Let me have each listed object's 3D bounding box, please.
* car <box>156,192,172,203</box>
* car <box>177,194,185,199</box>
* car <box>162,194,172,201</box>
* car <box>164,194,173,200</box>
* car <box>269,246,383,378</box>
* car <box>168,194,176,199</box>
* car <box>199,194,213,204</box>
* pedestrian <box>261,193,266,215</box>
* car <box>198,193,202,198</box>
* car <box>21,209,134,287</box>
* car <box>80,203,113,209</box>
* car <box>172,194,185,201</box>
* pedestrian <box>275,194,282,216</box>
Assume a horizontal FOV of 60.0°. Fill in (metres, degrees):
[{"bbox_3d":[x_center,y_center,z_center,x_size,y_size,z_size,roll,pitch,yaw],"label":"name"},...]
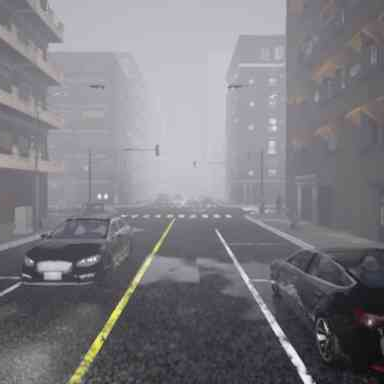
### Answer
[{"bbox_3d":[-5.341,0.989,60.469,2.192,1.841,5.009,-1,0,0],"label":"car"},{"bbox_3d":[-2.769,1.074,84.514,1.895,1.301,4.718,0,0,0],"label":"car"},{"bbox_3d":[-5.341,1.139,71.374,1.752,1.417,4.829,-1,0,0],"label":"car"},{"bbox_3d":[-5.342,1.164,77.082,1.802,1.307,4.206,-1,0,0],"label":"car"},{"bbox_3d":[2.555,1.536,5.538,1.947,1.339,4.313,-1,0,0],"label":"car"},{"bbox_3d":[-5.344,1.103,88.156,1.802,1.307,4.206,-1,0,0],"label":"car"},{"bbox_3d":[2.544,1.288,54.874,1.802,1.307,4.206,-1,0,0],"label":"car"},{"bbox_3d":[6.004,1.000,28.154,0.375,1.860,0.375,-1,1,0],"label":"pedestrian"},{"bbox_3d":[2.542,1.226,60.412,2.008,1.369,4.403,-1,0,0],"label":"car"},{"bbox_3d":[-2.845,1.441,9.249,2.128,1.511,4.902,0,0,0],"label":"car"},{"bbox_3d":[-5.460,1.340,18.492,1.967,1.590,4.097,-1,0,0],"label":"car"},{"bbox_3d":[-2.766,1.128,68.948,1.837,1.490,4.892,0,0,0],"label":"car"},{"bbox_3d":[7.004,1.003,26.953,0.375,1.860,0.375,-1,1,0],"label":"pedestrian"}]
